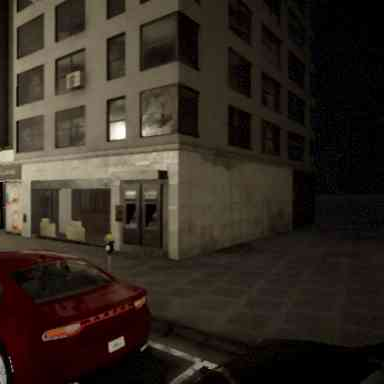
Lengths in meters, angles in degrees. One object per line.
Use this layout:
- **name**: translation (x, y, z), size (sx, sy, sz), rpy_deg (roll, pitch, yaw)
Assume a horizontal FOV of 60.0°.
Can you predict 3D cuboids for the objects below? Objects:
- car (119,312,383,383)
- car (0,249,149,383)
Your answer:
- **car**: translation (1.850, 1.566, 1.759), size (4.313, 1.339, 1.947), rpy_deg (0, 0, 36)
- **car**: translation (-2.648, 1.541, 4.970), size (4.507, 1.381, 1.887), rpy_deg (0, 0, 36)
